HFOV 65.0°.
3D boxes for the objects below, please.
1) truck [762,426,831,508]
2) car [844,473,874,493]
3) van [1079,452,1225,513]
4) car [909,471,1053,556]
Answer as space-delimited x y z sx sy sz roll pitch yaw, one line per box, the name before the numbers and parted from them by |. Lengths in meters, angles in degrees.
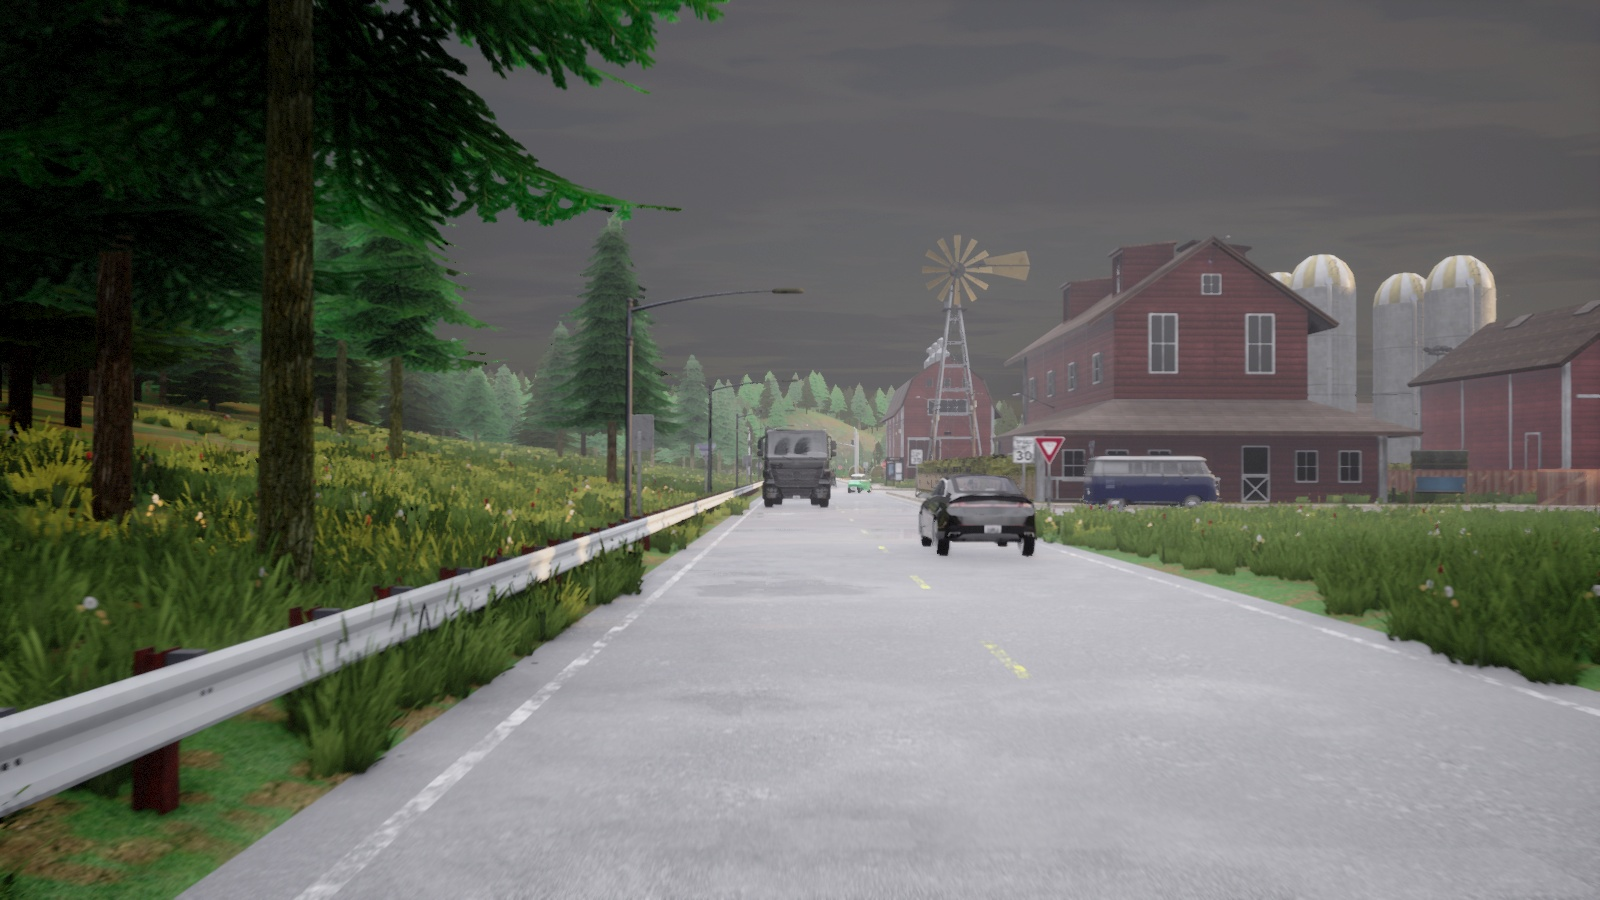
truck | -0.142 0.784 56.795 2.891 3.462 7.936 0 -1 0
car | 4.239 2.364 90.245 1.481 1.376 2.207 -1 -1 22
van | 11.861 1.090 42.477 4.442 1.987 1.775 0 -1 2
car | 3.439 1.173 24.861 2.128 1.511 4.902 0 -1 0
